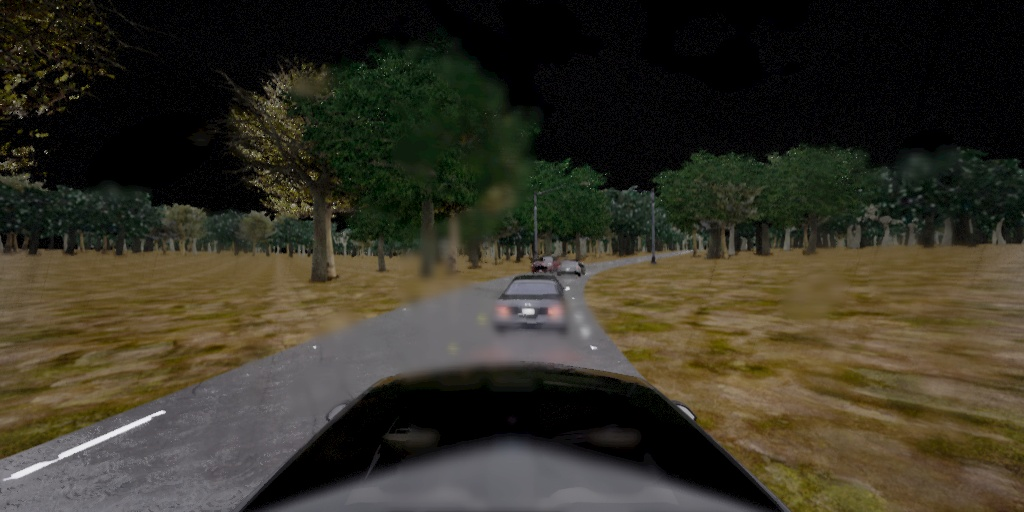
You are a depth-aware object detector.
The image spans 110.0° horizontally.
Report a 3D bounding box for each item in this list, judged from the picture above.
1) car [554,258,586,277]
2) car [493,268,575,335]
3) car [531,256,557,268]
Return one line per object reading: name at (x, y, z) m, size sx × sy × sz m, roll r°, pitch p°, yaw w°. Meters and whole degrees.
car at (5.230, 1.038, 31.161) m, size 1.994 × 1.385 × 4.181 m, roll 0°, pitch 1°, yaw 18°
car at (0.688, 1.254, 10.383) m, size 2.033 × 1.411 × 5.357 m, roll 0°, pitch 0°, yaw 7°
car at (3.466, 0.791, 35.778) m, size 2.097 × 1.767 × 4.553 m, roll 0°, pitch 1°, yaw 21°
